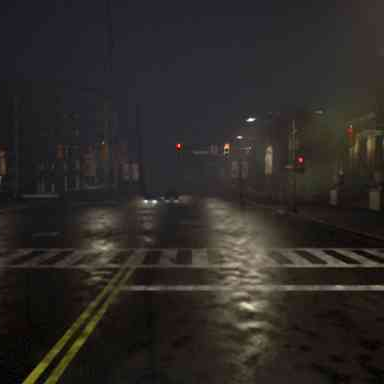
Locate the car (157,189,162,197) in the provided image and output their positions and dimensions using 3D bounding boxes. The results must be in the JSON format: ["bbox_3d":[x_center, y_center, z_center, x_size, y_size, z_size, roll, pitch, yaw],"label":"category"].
[{"bbox_3d":[-7.044,0.231,72.336,2.097,1.767,4.553,0,1,0],"label":"car"}]

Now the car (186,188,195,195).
[{"bbox_3d":[-1.160,-0.186,90.850,2.150,2.045,5.566,0,1,-29],"label":"car"}]

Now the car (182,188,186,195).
[{"bbox_3d":[-4.195,0.168,89.126,1.994,1.385,4.181,0,1,-29],"label":"car"}]

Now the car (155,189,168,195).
[{"bbox_3d":[-8.263,0.094,89.365,1.837,1.490,4.892,0,1,-29],"label":"car"}]

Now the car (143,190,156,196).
[{"bbox_3d":[-11.162,0.152,87.374,1.812,1.442,4.674,0,1,-29],"label":"car"}]

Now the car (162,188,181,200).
[{"bbox_3d":[-3.532,0.305,59.046,2.150,2.045,5.566,0,1,0],"label":"car"}]

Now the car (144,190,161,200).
[{"bbox_3d":[-7.032,0.707,57.495,1.895,1.301,4.718,0,1,0],"label":"car"}]
